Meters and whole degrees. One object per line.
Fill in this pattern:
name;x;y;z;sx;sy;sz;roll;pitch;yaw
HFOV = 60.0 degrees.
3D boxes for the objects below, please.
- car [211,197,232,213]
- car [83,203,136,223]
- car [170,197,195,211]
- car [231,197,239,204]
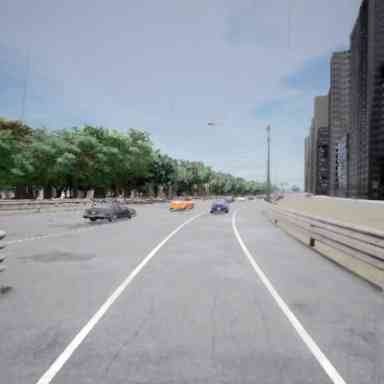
car;3.256;1.635;37.997;1.812;1.442;4.674;0;0;9
car;-6.203;1.520;25.690;2.033;1.411;5.357;1;0;17
car;-1.167;1.432;42.618;2.097;1.767;4.553;0;0;17
car;8.555;1.869;75.250;2.033;1.411;5.357;0;0;17
